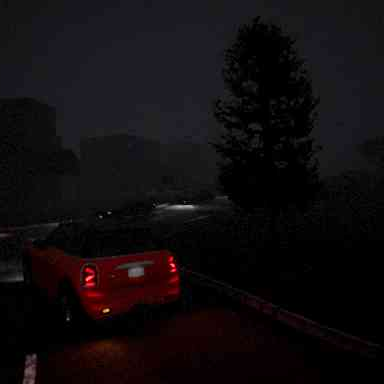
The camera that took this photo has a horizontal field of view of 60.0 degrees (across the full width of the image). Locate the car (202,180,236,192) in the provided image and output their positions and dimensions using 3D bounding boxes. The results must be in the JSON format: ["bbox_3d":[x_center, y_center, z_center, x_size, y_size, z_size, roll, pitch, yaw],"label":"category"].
[{"bbox_3d":[4.185,-0.918,51.318,5.008,1.535,2.097,-2,3,10],"label":"car"}]

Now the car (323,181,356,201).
[{"bbox_3d":[12.319,0.075,31.452,5.008,1.535,2.097,-1,4,12],"label":"car"}]

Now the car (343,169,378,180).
[{"bbox_3d":[26.530,-2.285,54.345,5.566,2.045,2.435,-1,4,11],"label":"car"}]

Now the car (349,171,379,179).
[{"bbox_3d":[37.364,-3.642,72.336,5.366,1.575,1.946,-1,4,11],"label":"car"}]

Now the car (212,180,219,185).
[{"bbox_3d":[1.217,-0.430,46.226,4.792,1.488,2.163,-2,4,10],"label":"car"}]

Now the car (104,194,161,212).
[{"bbox_3d":[-4.957,1.193,25.230,2.033,1.411,5.357,0,3,30],"label":"car"}]

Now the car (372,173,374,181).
[{"bbox_3d":[24.977,-1.770,51.797,4.792,1.488,2.163,-1,4,11],"label":"car"}]

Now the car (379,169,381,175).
[{"bbox_3d":[35.679,-3.671,69.785,5.566,2.045,2.435,-1,4,11],"label":"car"}]

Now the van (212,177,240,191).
[{"bbox_3d":[5.535,-1.367,53.859,4.442,1.987,1.878,-2,4,10],"label":"van"}]

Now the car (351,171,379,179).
[{"bbox_3d":[38.885,-3.852,74.904,5.366,1.575,1.946,-1,3,11],"label":"car"}]

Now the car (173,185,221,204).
[{"bbox_3d":[0.610,0.391,34.838,2.033,1.411,5.357,0,4,31],"label":"car"}]

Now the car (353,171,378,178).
[{"bbox_3d":[41.727,-4.217,80.073,4.792,1.488,2.163,-1,4,11],"label":"car"}]

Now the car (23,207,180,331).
[{"bbox_3d":[-2.240,1.396,7.368,2.097,1.767,4.553,0,0,-37],"label":"car"}]

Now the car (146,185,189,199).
[{"bbox_3d":[-3.163,0.266,38.581,4.674,1.452,2.002,-2,3,10],"label":"car"}]

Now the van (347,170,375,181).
[{"bbox_3d":[32.731,-3.197,64.628,4.442,1.987,1.878,-1,4,11],"label":"van"}]

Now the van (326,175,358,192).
[{"bbox_3d":[14.013,-0.385,33.947,4.442,1.987,1.878,-1,4,12],"label":"van"}]

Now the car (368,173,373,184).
[{"bbox_3d":[23.391,-1.563,49.235,4.892,1.521,2.231,-1,5,12],"label":"car"}]

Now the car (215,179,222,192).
[{"bbox_3d":[2.740,-0.816,48.751,4.553,1.767,2.185,-2,4,10],"label":"car"}]

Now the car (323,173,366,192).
[{"bbox_3d":[15.450,-0.642,36.505,5.566,2.045,2.435,-1,5,12],"label":"car"}]

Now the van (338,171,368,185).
[{"bbox_3d":[20.343,-1.322,44.105,4.442,1.987,1.878,-1,4,12],"label":"van"}]

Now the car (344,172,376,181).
[{"bbox_3d":[33.957,-3.198,67.269,5.366,1.575,1.946,-1,4,11],"label":"car"}]

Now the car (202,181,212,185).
[{"bbox_3d":[-0.204,-0.358,43.658,4.553,1.767,2.185,-2,4,10],"label":"car"}]

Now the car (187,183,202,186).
[{"bbox_3d":[-1.665,0.025,41.126,4.792,1.488,2.163,-2,3,10],"label":"car"}]
